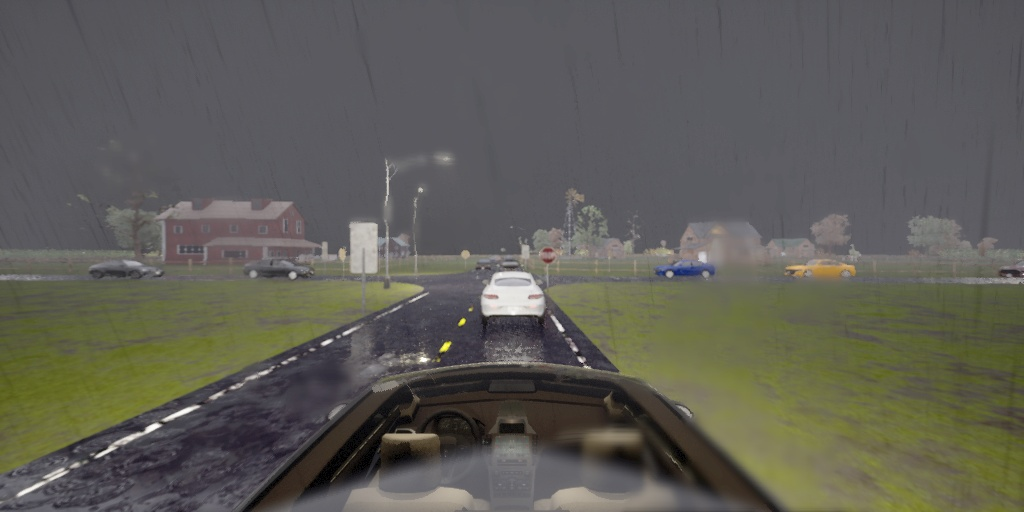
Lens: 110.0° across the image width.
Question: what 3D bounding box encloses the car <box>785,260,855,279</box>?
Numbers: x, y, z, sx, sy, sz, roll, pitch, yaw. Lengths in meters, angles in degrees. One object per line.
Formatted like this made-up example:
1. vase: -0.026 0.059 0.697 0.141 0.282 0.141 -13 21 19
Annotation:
1. car: 26.073 1.120 30.436 5.008 1.535 1.882 0 1 0

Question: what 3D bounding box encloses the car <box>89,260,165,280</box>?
1. car: -29.437 1.013 27.434 4.674 1.442 1.812 0 1 0

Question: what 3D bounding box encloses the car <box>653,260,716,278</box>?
1. car: 14.581 1.075 30.427 5.008 1.535 1.882 0 1 0

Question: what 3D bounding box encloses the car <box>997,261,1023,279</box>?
1. car: 44.421 1.080 30.397 4.553 1.767 2.097 0 1 1

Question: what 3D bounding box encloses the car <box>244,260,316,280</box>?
1. car: -17.691 1.024 27.441 4.892 1.490 1.837 0 1 0

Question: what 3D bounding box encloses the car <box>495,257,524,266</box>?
1. car: -0.130 1.067 28.126 1.837 1.490 4.892 0 0 0

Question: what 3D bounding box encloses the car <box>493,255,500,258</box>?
1. car: -3.304 0.873 60.101 2.033 1.411 5.357 0 0 0

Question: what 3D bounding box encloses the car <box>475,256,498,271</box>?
1. car: -3.236 1.000 43.198 2.033 1.411 5.357 0 0 1

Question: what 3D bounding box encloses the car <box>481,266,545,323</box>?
1. car: 0.014 1.206 11.628 1.812 1.442 4.674 0 0 -1
